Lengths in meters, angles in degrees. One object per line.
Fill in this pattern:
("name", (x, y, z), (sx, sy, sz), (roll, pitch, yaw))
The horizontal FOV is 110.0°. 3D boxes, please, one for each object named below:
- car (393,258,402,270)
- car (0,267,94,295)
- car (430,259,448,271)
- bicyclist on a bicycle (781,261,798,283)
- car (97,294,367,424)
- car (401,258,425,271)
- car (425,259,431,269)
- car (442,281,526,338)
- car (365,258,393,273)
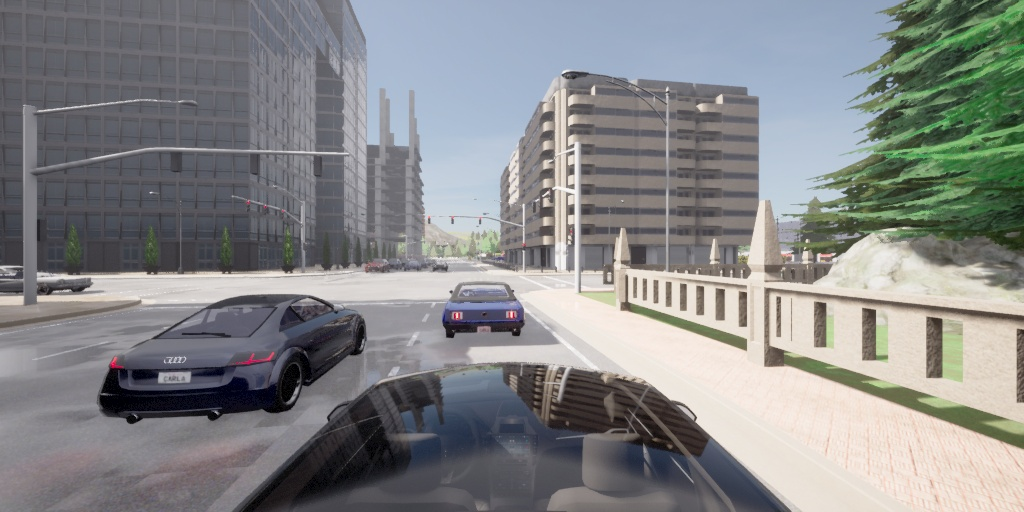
("car", (-17.362, 1.102, 52.046), (2.097, 1.767, 4.553), (0, 0, -8))
("car", (-25.889, 1.406, 19.223), (4.718, 1.301, 1.895), (0, 0, -7))
("car", (-9.423, 1.351, 47.514), (1.895, 1.301, 4.718), (0, 0, -9))
("bicyclist on a bicycle", (16.443, 1.106, 21.578), (0.582, 1.620, 1.656), (0, 0, -8))
("car", (-3.928, 1.314, 5.963), (1.994, 1.385, 4.181), (0, 0, -6))
("car", (-13.316, 1.276, 48.372), (1.812, 1.442, 4.674), (0, 0, -8))
("car", (-14.435, 1.102, 56.420), (2.097, 1.767, 4.553), (0, 0, -8))
("car", (-0.847, 1.351, 10.200), (1.895, 1.301, 4.718), (0, 0, -6))
("car", (-16.162, 1.102, 43.276), (2.097, 1.767, 4.553), (0, 0, -8))
